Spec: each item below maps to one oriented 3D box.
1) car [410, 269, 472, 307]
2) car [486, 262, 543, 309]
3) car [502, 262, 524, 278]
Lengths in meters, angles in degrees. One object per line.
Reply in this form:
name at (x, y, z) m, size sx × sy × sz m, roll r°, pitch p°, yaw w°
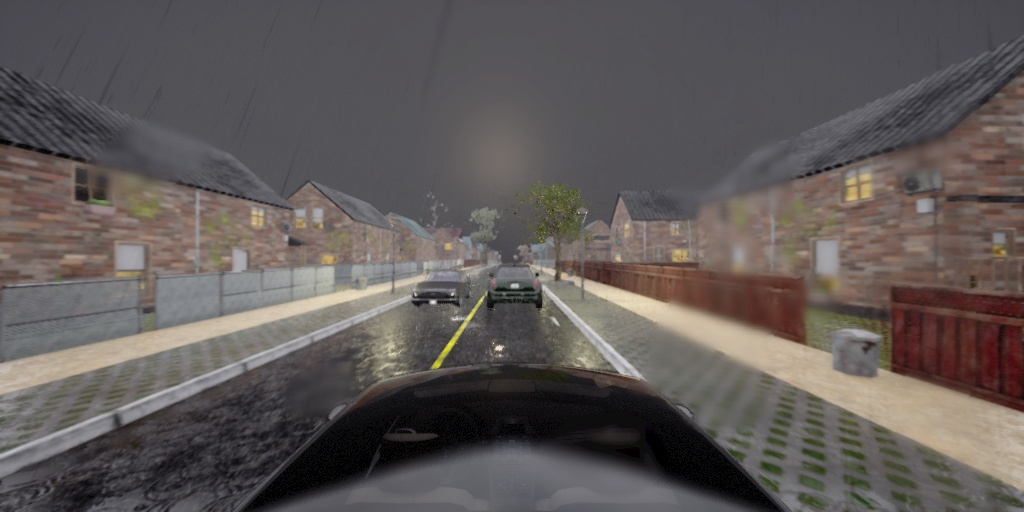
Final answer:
car at (-2.853, 1.292, 15.624) m, size 2.033 × 1.411 × 5.357 m, roll 0°, pitch 0°, yaw 0°
car at (0.101, 1.095, 15.008) m, size 2.097 × 1.767 × 4.553 m, roll 0°, pitch 0°, yaw 0°
car at (0.094, 1.335, 35.931) m, size 2.033 × 1.411 × 5.357 m, roll 0°, pitch 0°, yaw 0°
